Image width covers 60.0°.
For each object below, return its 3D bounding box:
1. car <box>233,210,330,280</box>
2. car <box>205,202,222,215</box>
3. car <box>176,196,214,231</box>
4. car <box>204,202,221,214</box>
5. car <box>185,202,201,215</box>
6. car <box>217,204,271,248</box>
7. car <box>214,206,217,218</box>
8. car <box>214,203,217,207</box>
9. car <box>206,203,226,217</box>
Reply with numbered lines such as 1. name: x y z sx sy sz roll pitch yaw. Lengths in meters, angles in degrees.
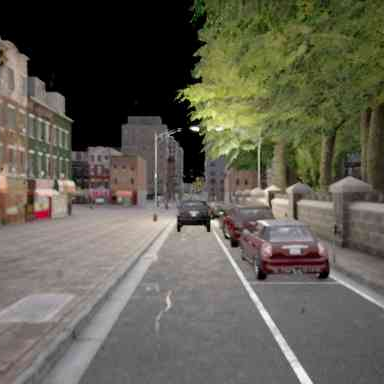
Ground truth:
1. car: 2.627 1.553 10.395 1.967 1.590 4.097 -1 -1 0
2. car: 2.699 2.045 42.804 1.752 1.417 4.829 -1 -1 0
3. car: 0.114 1.478 22.539 2.150 2.045 5.566 0 0 0
4. car: 2.676 2.097 44.778 2.008 1.369 4.403 -1 -1 0
5. car: 0.125 1.991 40.563 1.837 1.490 4.892 0 -1 0
6. car: 2.627 1.490 15.847 2.192 1.841 5.009 -1 -1 0
7. car: 2.636 1.822 21.293 1.802 1.307 4.206 -1 -1 0
8. car: 2.641 1.943 32.193 1.947 1.339 4.313 -1 -1 0
9. car: 2.644 2.000 37.643 2.008 1.369 4.403 -1 -1 0
